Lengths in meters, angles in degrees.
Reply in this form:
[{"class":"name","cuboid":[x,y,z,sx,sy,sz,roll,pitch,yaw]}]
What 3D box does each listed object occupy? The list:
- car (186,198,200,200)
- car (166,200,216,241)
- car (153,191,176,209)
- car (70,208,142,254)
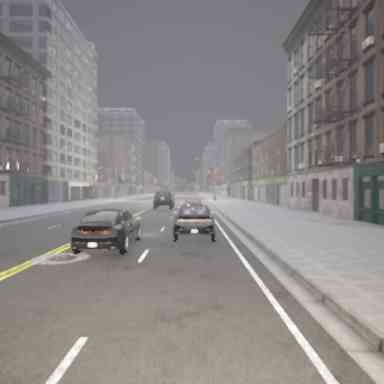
[{"class":"car","cuboid":[0.094,1.272,33.871,1.895,1.301,4.718,0,1,0]},{"class":"car","cuboid":[0.101,1.339,15.773,2.128,1.511,4.902,0,1,0]},{"class":"car","cuboid":[-3.151,0.853,38.243,2.150,2.045,5.566,0,1,0]},{"class":"car","cuboid":[-3.150,1.380,12.922,1.837,1.490,4.892,0,1,0]}]
